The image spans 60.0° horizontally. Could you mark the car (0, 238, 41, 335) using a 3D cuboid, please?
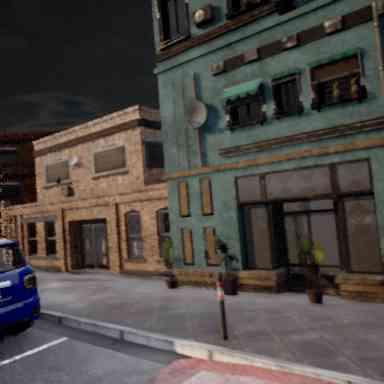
[{"bbox_3d":[-5.574,2.107,7.231,5.566,2.045,2.435,-6,-3,35],"label":"car"}]
